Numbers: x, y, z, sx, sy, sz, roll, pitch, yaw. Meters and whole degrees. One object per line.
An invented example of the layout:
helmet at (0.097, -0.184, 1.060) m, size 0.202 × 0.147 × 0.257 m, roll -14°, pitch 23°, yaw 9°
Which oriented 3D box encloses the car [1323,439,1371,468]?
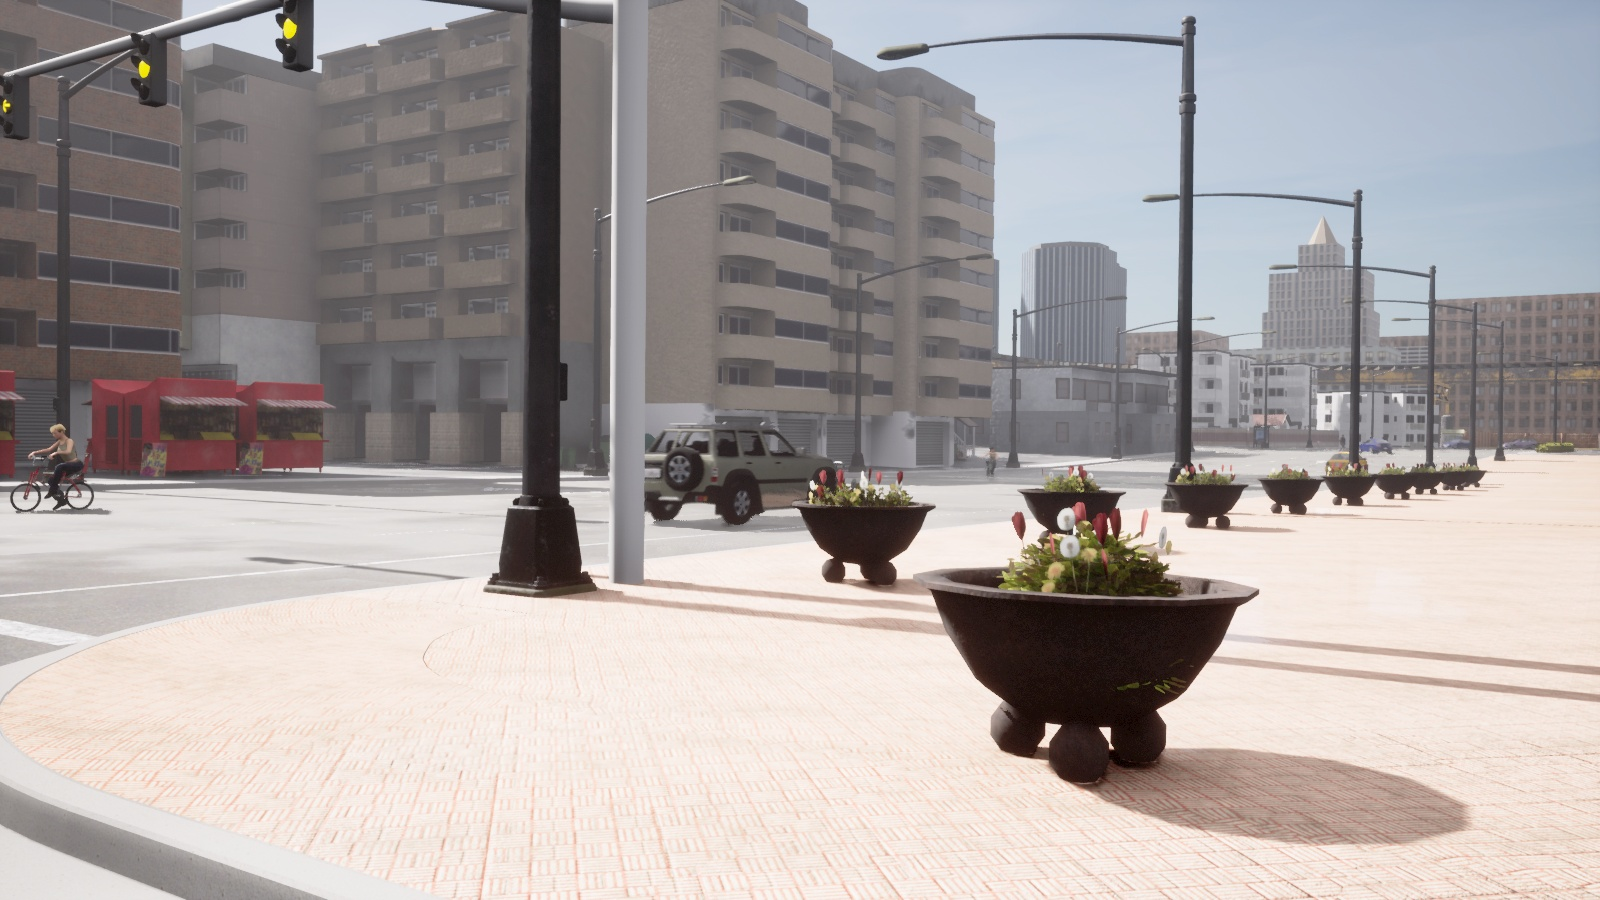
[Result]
car at (32.922, 0.156, 75.498) m, size 1.801 × 1.575 × 5.366 m, roll 0°, pitch 2°, yaw 33°

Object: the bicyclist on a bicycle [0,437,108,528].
bicyclist on a bicycle at (-13.787, 0.576, 23.194) m, size 0.866 × 1.612 × 1.509 m, roll 0°, pitch 0°, yaw 33°

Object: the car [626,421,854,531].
car at (-0.997, 0.419, 23.567) m, size 1.932 × 1.855 × 4.605 m, roll 0°, pitch 0°, yaw 33°
